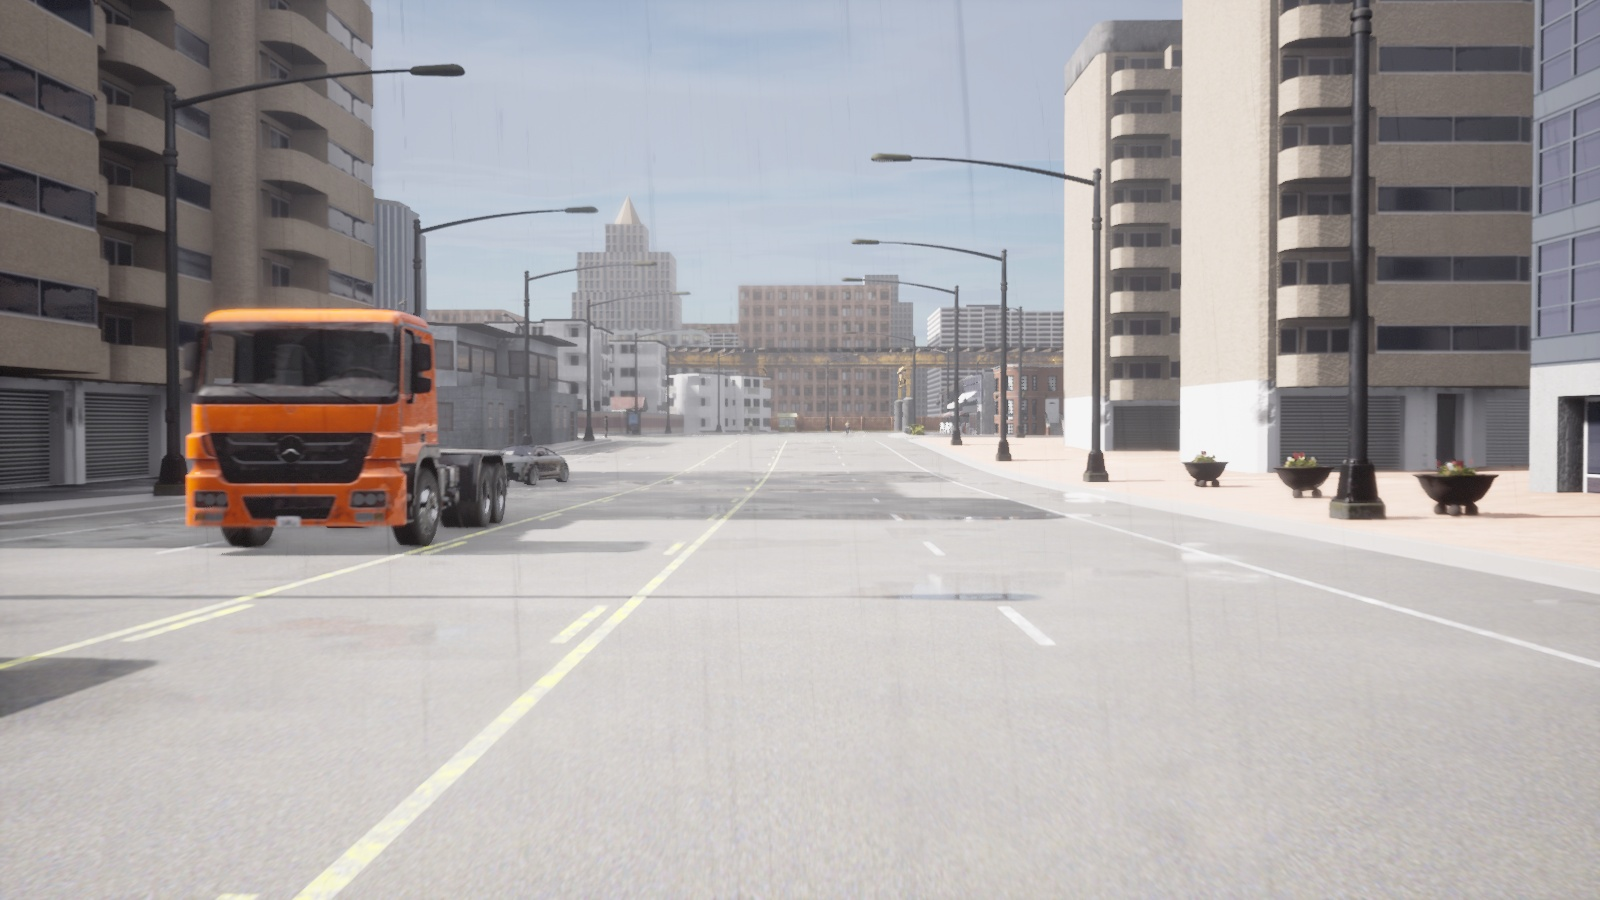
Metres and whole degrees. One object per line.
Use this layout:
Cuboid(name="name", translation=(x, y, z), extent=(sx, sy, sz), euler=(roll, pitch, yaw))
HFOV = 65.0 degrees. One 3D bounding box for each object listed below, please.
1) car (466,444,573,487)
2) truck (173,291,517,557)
Cuboid(name="car", translation=(-9.711, 0.503, 43.892), extent=(1.994, 1.385, 4.181), euler=(0, 1, 14))
Cuboid(name="truck", translation=(-6.820, -0.360, 20.344), extent=(2.891, 3.462, 7.936), euler=(0, 0, -2))
